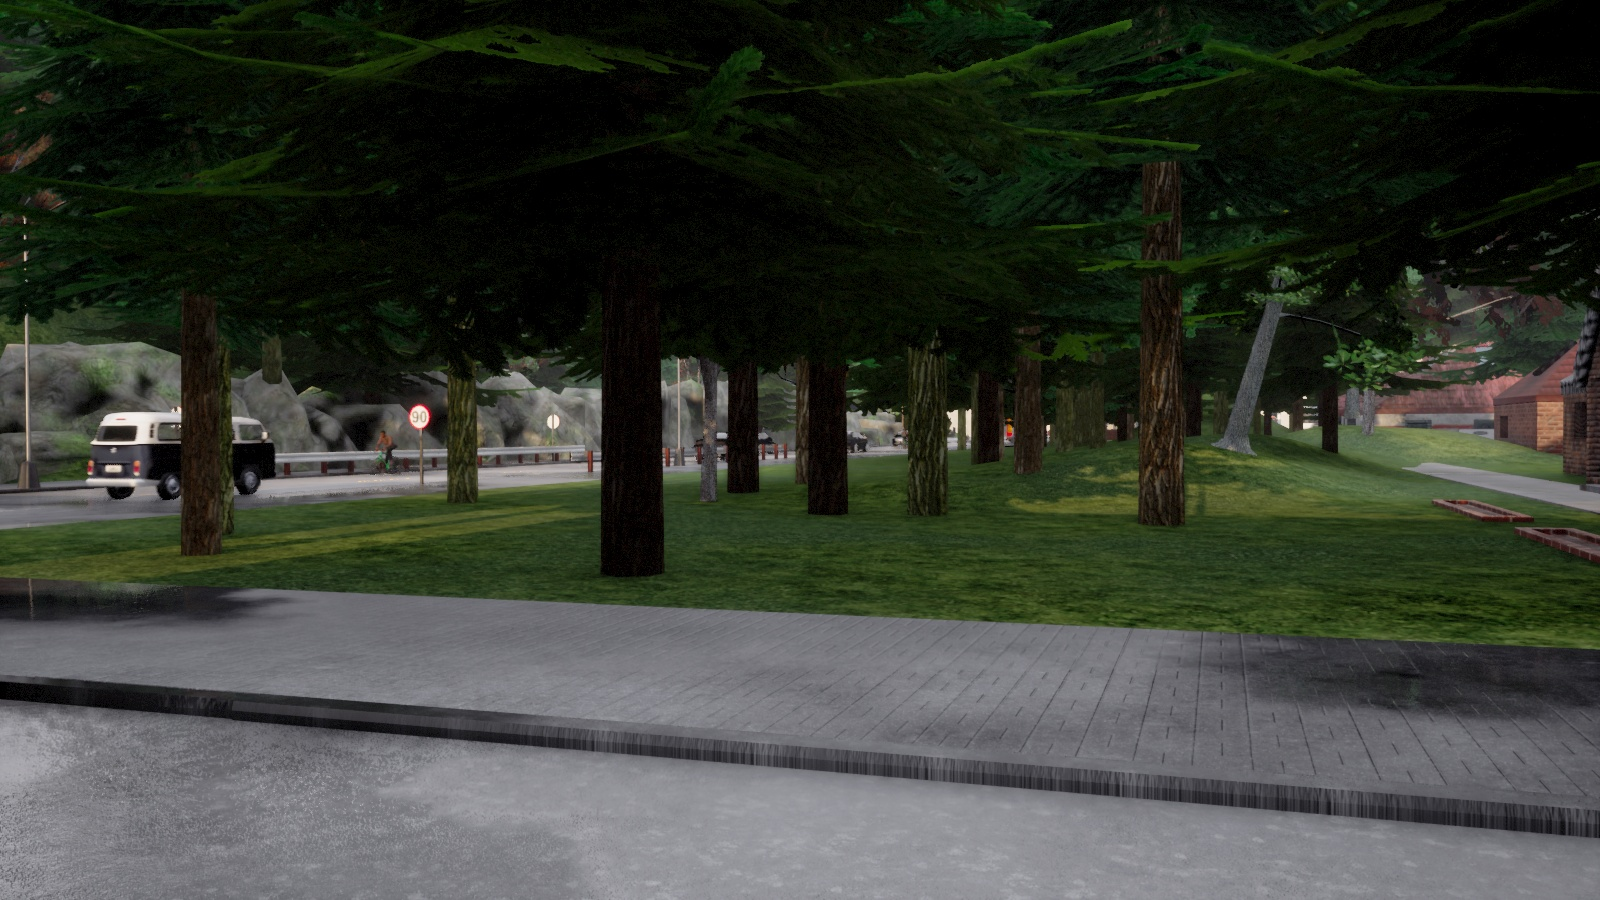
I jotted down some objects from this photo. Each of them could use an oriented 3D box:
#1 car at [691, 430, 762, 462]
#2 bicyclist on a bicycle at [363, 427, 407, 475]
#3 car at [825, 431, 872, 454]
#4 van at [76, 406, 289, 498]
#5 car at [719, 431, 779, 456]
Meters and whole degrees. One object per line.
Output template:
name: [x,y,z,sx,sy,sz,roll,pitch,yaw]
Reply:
car: [-3.677,-0.233,63.889,1.882,1.535,5.008,1,1,18]
bicyclist on a bicycle: [-14.497,0.022,43.896,0.582,1.620,1.656,1,1,18]
car: [3.319,-0.514,84.798,1.837,1.490,4.892,1,1,18]
van: [-14.758,0.009,30.330,2.069,2.038,4.480,1,1,18]
car: [-3.151,-0.436,78.065,2.163,1.488,4.792,1,1,18]
